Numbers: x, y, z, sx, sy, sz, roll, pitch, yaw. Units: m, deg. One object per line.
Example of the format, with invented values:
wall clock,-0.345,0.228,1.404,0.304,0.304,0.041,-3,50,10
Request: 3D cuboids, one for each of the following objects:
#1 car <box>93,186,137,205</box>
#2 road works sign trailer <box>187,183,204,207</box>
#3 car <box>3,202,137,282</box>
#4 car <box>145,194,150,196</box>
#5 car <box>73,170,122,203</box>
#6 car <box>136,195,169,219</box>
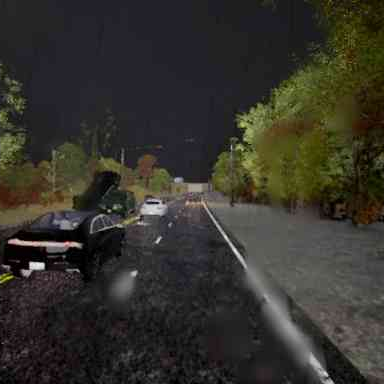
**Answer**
car,-6.256,0.944,28.544,2.150,2.045,5.566,2,4,3
road works sign trailer,0.450,0.424,50.346,2.380,3.560,2.880,1,0,1
car,-3.052,1.250,8.997,2.128,1.511,4.902,3,0,0
car,-9.045,1.294,69.818,1.837,1.490,4.892,1,0,1
car,-8.274,0.235,29.744,2.150,2.045,5.566,14,47,13
car,-2.957,1.300,26.512,1.812,1.442,4.674,3,1,0
